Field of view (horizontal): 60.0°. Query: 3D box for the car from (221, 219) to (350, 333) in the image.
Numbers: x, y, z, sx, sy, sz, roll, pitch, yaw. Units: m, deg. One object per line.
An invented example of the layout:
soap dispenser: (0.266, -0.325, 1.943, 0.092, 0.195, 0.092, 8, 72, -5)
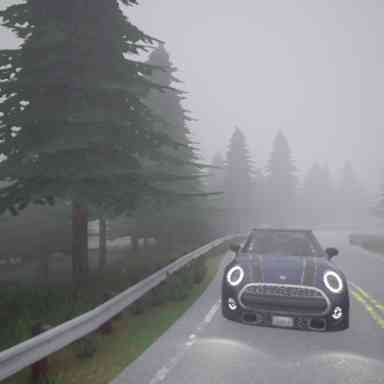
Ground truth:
car: (1.990, 1.530, 7.370, 2.097, 1.767, 4.553, 0, -3, 15)

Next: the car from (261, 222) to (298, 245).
car: (6.266, 2.845, 23.568, 1.994, 1.385, 4.181, 0, -4, 22)
